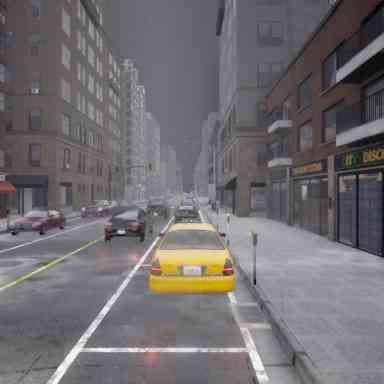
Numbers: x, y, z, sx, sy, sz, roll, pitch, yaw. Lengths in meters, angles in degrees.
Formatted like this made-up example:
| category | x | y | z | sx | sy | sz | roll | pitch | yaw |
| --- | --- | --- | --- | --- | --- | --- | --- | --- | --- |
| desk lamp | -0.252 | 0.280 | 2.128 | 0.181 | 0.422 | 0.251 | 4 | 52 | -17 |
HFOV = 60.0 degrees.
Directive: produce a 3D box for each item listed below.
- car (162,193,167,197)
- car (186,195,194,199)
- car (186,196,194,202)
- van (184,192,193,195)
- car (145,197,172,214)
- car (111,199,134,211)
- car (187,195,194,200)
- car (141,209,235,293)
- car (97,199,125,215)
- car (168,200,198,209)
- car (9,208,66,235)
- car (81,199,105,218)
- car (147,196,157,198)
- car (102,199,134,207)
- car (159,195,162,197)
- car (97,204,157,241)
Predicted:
| category | x | y | z | sx | sy | sz | roll | pitch | yaw |
| --- | --- | --- | --- | --- | --- | --- | --- | --- | --- |
| car | -8.408 | 1.518 | 90.251 | 1.752 | 1.417 | 4.829 | 0 | 0 | 0 |
| car | -0.383 | 1.440 | 35.101 | 1.967 | 1.590 | 4.097 | 0 | 0 | 0 |
| car | -0.383 | 1.579 | 79.064 | 1.802 | 1.307 | 4.206 | 0 | 0 | 0 |
| van | -0.383 | 1.339 | 67.702 | 1.690 | 1.788 | 3.998 | 0 | 0 | 0 |
| car | -2.931 | 1.504 | 29.193 | 1.837 | 1.490 | 4.892 | 0 | 0 | 0 |
| car | -8.408 | 1.551 | 40.611 | 2.008 | 1.369 | 4.403 | 0 | 0 | 0 |
| car | -0.383 | 1.575 | 90.427 | 1.802 | 1.307 | 4.206 | 0 | 0 | 0 |
| car | 0.005 | 1.457 | 8.840 | 1.801 | 1.575 | 5.366 | 0 | 0 | 0 |
| car | -8.408 | 1.525 | 34.923 | 1.752 | 1.417 | 4.829 | 0 | 0 | 0 |
| car | -0.383 | 1.551 | 24.063 | 2.008 | 1.369 | 4.403 | 0 | 0 | 0 |
| car | -8.408 | 1.582 | 18.538 | 1.802 | 1.307 | 4.206 | 0 | 0 | 0 |
| car | -8.408 | 1.440 | 29.575 | 1.967 | 1.590 | 4.097 | 0 | 0 | 0 |
| car | -8.408 | 1.549 | 67.693 | 2.008 | 1.369 | 4.403 | 0 | 0 | 0 |
| car | -5.865 | 1.547 | 28.925 | 2.033 | 1.411 | 5.357 | 0 | 0 | 0 |
| car | -8.408 | 1.542 | 73.374 | 1.887 | 1.381 | 4.507 | 0 | 0 | 0 |
| car | -3.020 | 1.525 | 16.489 | 1.812 | 1.442 | 4.674 | 0 | 0 | 0 |
